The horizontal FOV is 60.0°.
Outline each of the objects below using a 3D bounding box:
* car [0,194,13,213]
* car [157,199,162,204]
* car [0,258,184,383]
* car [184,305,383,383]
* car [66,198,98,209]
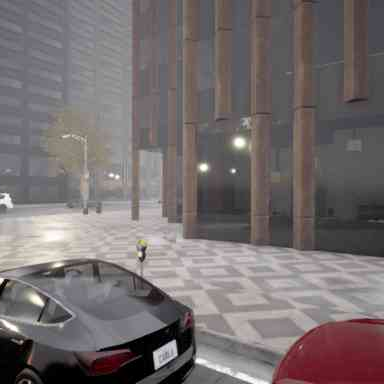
[{"bbox_3d":[-21.296,1.179,33.819,2.150,2.045,5.566,0,0,35],"label":"car"},{"bbox_3d":[-4.195,1.462,57.776,1.994,1.385,4.181,0,0,36],"label":"car"},{"bbox_3d":[-1.938,1.566,4.347,4.313,1.339,1.947,0,0,36],"label":"car"},{"bbox_3d":[2.648,1.315,1.070,5.009,1.841,2.192,0,0,36],"label":"car"},{"bbox_3d":[-14.308,1.494,43.635,1.994,1.385,4.181,0,0,36],"label":"car"}]
